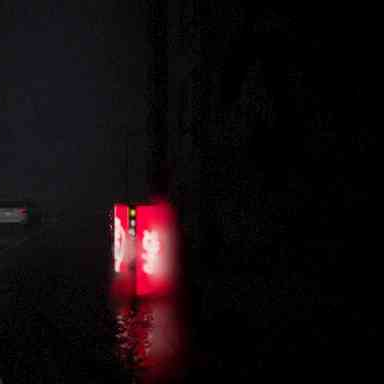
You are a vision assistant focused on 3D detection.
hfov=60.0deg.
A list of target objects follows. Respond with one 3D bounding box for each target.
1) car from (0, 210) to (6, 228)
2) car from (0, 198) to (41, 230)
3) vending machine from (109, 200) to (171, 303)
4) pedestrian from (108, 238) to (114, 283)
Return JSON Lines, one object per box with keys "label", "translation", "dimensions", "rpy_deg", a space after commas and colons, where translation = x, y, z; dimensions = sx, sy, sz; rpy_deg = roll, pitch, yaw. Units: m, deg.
{"label": "car", "translation": [-8.671, 1.639, 12.380], "dimensions": [2.033, 1.411, 5.357], "rpy_deg": [0, 0, -20]}
{"label": "car", "translation": [-11.628, 1.383, 22.295], "dimensions": [2.150, 2.045, 5.566], "rpy_deg": [0, 0, -16]}
{"label": "vending machine", "translation": [-1.187, 1.250, 7.545], "dimensions": [1.100, 2.100, 0.880], "rpy_deg": [0, 0, -36]}
{"label": "pedestrian", "translation": [-1.822, 1.580, 8.080], "dimensions": [0.500, 1.100, 0.500], "rpy_deg": [0, 0, -34]}
